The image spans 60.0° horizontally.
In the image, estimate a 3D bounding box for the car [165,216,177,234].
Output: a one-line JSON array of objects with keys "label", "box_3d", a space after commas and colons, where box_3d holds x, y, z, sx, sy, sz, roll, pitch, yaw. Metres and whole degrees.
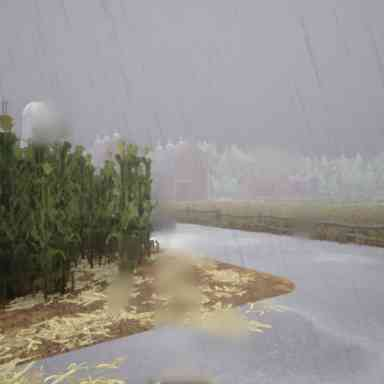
[{"label": "car", "box_3d": [-2.651, 1.664, 19.212, 1.994, 1.385, 4.181, 0, -1, -35]}]
